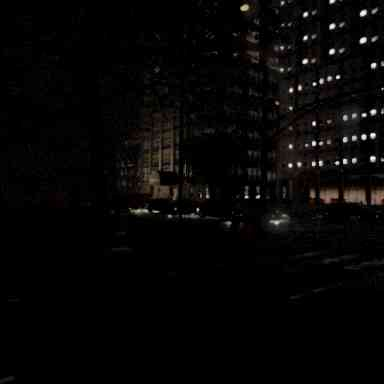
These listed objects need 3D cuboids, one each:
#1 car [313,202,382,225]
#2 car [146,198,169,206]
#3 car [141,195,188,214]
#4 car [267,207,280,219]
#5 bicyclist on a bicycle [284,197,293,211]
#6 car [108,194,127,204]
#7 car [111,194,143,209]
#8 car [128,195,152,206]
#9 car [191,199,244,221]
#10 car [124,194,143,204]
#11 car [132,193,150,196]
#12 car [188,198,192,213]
[{"bbox_3d":[11.354,1.501,24.701,1.882,1.535,5.008,2,-1,-28],"label":"car"},{"bbox_3d":[-5.847,1.624,56.216,1.895,1.301,4.718,1,0,-34],"label":"car"},{"bbox_3d":[-2.925,1.394,34.149,2.128,1.511,4.902,1,-1,-34],"label":"car"},{"bbox_3d":[4.902,1.511,28.292,2.033,1.411,5.357,1,-1,-34],"label":"car"},{"bbox_3d":[11.171,1.423,38.451,1.656,1.620,0.582,1,0,-34],"label":"bicyclist on a bicycle"},{"bbox_3d":[-14.074,1.311,62.673,2.097,1.767,4.553,1,0,-34],"label":"car"},{"bbox_3d":[-8.483,1.366,42.473,1.882,1.535,5.008,1,0,-34],"label":"car"},{"bbox_3d":[-8.511,1.326,54.360,2.097,1.767,4.553,1,0,-34],"label":"car"},{"bbox_3d":[2.290,1.419,26.354,1.837,1.490,4.892,1,0,-34],"label":"car"},{"bbox_3d":[-11.373,1.360,64.480,2.097,1.767,4.553,1,0,-34],"label":"car"},{"bbox_3d":[-6.698,1.156,45.656,2.150,2.045,5.566,1,0,-34],"label":"car"},{"bbox_3d":[-0.505,1.442,36.372,2.128,1.511,4.902,1,-1,-34],"label":"car"}]
